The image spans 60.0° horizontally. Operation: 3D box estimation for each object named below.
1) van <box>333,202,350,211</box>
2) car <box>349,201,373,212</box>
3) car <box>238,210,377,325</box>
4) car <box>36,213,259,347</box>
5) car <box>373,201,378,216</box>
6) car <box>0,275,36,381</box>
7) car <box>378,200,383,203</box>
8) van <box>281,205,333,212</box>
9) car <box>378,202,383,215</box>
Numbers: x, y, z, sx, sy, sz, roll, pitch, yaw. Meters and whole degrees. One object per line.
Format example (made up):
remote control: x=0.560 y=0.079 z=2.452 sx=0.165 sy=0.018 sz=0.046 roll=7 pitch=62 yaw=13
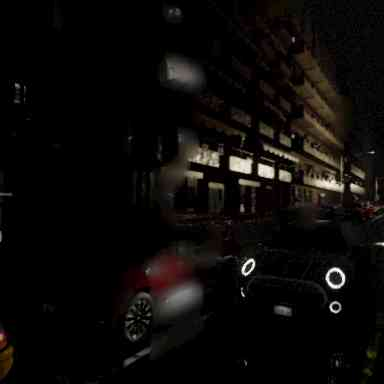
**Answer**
van: x=8.449 y=1.688 z=20.771 sx=1.690 sy=1.788 sz=3.998 roll=1 pitch=0 yaw=33
car: x=14.546 y=1.831 z=29.999 sx=2.192 sy=1.841 sz=5.009 roll=1 pitch=0 yaw=33
car: x=2.778 y=1.476 z=7.598 sx=2.097 sy=1.767 sz=4.553 roll=0 pitch=-1 yaw=33
car: x=-0.693 y=1.423 z=6.929 sx=2.192 sy=1.841 sz=5.009 roll=1 pitch=0 yaw=33
car: x=17.594 y=1.916 z=34.612 sx=2.192 sy=1.841 sz=5.009 roll=1 pitch=0 yaw=33
car: x=-3.841 y=1.555 z=2.173 sx=1.752 sy=1.417 sz=4.829 roll=1 pitch=0 yaw=33
car: x=32.833 y=2.372 z=57.682 sx=2.192 sy=1.841 sz=5.009 roll=1 pitch=0 yaw=33
van: x=5.401 y=1.606 z=16.156 sx=1.690 sy=1.788 sz=3.998 roll=1 pitch=0 yaw=33
car: x=23.685 y=2.344 z=43.841 sx=1.947 sy=1.339 sz=4.313 roll=1 pitch=0 yaw=33
